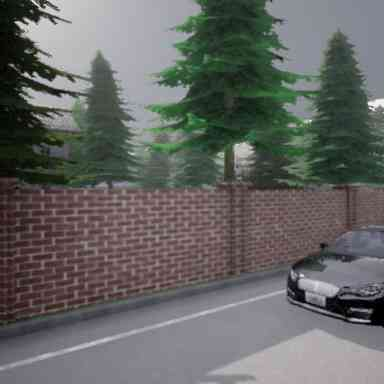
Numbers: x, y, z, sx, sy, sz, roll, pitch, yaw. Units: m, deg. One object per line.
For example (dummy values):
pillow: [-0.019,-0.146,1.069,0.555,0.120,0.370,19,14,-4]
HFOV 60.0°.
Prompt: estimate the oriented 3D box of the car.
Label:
car: [4.004,1.484,6.898,4.902,1.511,2.128,0,0,-36]
